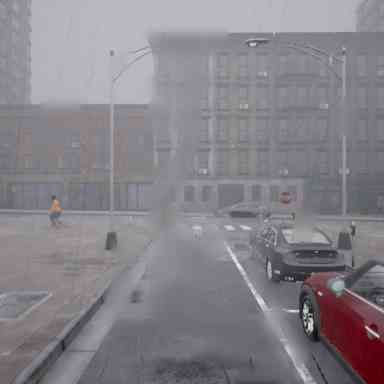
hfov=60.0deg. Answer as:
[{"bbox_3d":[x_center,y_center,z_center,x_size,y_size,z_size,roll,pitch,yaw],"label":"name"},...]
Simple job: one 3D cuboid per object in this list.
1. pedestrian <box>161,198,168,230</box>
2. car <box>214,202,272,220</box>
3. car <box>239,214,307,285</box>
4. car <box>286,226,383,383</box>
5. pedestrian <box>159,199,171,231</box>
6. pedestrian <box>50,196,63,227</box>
[{"bbox_3d":[-1.624,1.300,19.960,0.375,1.860,0.375,0,0,0],"label":"pedestrian"},{"bbox_3d":[4.309,1.627,28.371,4.902,1.511,2.128,1,0,1],"label":"car"},{"bbox_3d":[2.693,1.553,9.274,2.008,1.369,4.403,0,0,0],"label":"car"},{"bbox_3d":[2.664,1.441,3.771,1.967,1.590,4.097,0,0,0],"label":"car"},{"bbox_3d":[-1.568,1.298,19.213,0.375,1.860,0.375,0,0,0],"label":"pedestrian"},{"bbox_3d":[-7.671,1.043,18.663,0.375,1.860,0.375,0,0,0],"label":"pedestrian"}]
